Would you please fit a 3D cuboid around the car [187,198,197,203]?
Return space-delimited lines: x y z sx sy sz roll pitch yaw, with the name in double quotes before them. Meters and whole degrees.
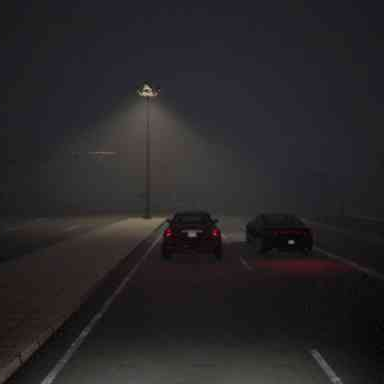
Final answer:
"car" 0.003 2.183 66.855 1.882 1.535 5.008 0 -1 0

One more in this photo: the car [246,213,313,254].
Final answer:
"car" 3.524 1.629 14.196 1.882 1.535 5.008 0 0 0

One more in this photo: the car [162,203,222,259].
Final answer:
"car" 0.017 1.494 13.384 2.097 1.767 4.553 0 -1 0
